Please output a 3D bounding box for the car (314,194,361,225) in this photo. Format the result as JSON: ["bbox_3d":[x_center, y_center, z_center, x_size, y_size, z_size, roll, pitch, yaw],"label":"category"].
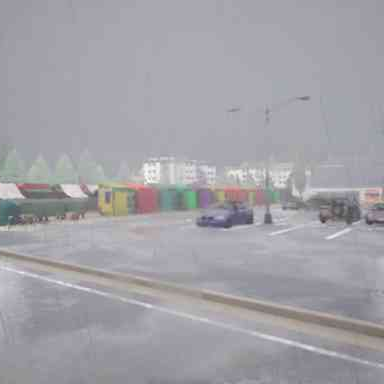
[{"bbox_3d":[10.360,1.233,23.236,1.932,1.855,4.605,0,0,36],"label":"car"}]

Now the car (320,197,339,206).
[{"bbox_3d":[22.618,1.516,54.600,1.970,1.475,3.806,0,0,36],"label":"car"}]

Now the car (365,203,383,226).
[{"bbox_3d":[12.564,1.430,21.702,1.784,1.438,3.905,0,0,36],"label":"car"}]

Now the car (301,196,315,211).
[{"bbox_3d":[14.697,1.260,38.691,1.932,1.855,4.605,0,0,36],"label":"car"}]

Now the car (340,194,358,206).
[{"bbox_3d":[24.956,1.261,52.894,1.905,1.878,3.866,0,0,36],"label":"car"}]

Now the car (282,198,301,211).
[{"bbox_3d":[12.390,1.485,40.441,1.784,1.438,3.905,0,0,36],"label":"car"}]
